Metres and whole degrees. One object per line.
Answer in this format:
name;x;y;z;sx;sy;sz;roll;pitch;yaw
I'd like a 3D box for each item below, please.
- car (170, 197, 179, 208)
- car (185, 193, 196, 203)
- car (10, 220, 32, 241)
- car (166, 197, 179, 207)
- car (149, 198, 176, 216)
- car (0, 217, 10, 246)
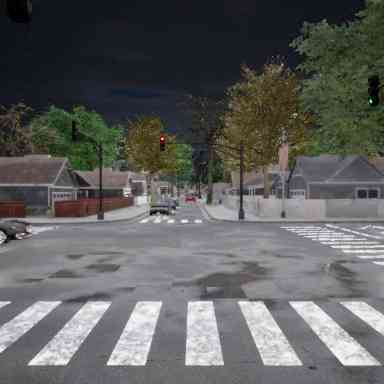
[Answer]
car;-3.008;1.595;42.846;1.994;1.385;4.181;0;0;0
car;-0.305;1.300;73.590;2.150;2.045;5.566;0;0;0
car;-9.689;1.555;14.583;4.892;1.490;1.837;-1;1;-10
car;-3.027;1.569;53.096;1.812;1.442;4.674;0;0;0
car;-3.029;1.568;32.957;2.033;1.411;5.357;0;0;0
car;-8.282;1.518;9.796;5.008;1.535;1.882;0;0;13
